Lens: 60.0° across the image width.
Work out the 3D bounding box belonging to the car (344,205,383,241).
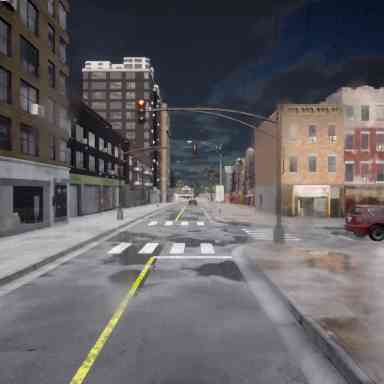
[{"bbox_3d":[10.843,1.642,17.854,5.009,1.841,2.192,1,-1,0],"label":"car"}]

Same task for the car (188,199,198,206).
[{"bbox_3d":[0.154,2.204,72.477,1.837,1.490,4.892,0,-1,0],"label":"car"}]
